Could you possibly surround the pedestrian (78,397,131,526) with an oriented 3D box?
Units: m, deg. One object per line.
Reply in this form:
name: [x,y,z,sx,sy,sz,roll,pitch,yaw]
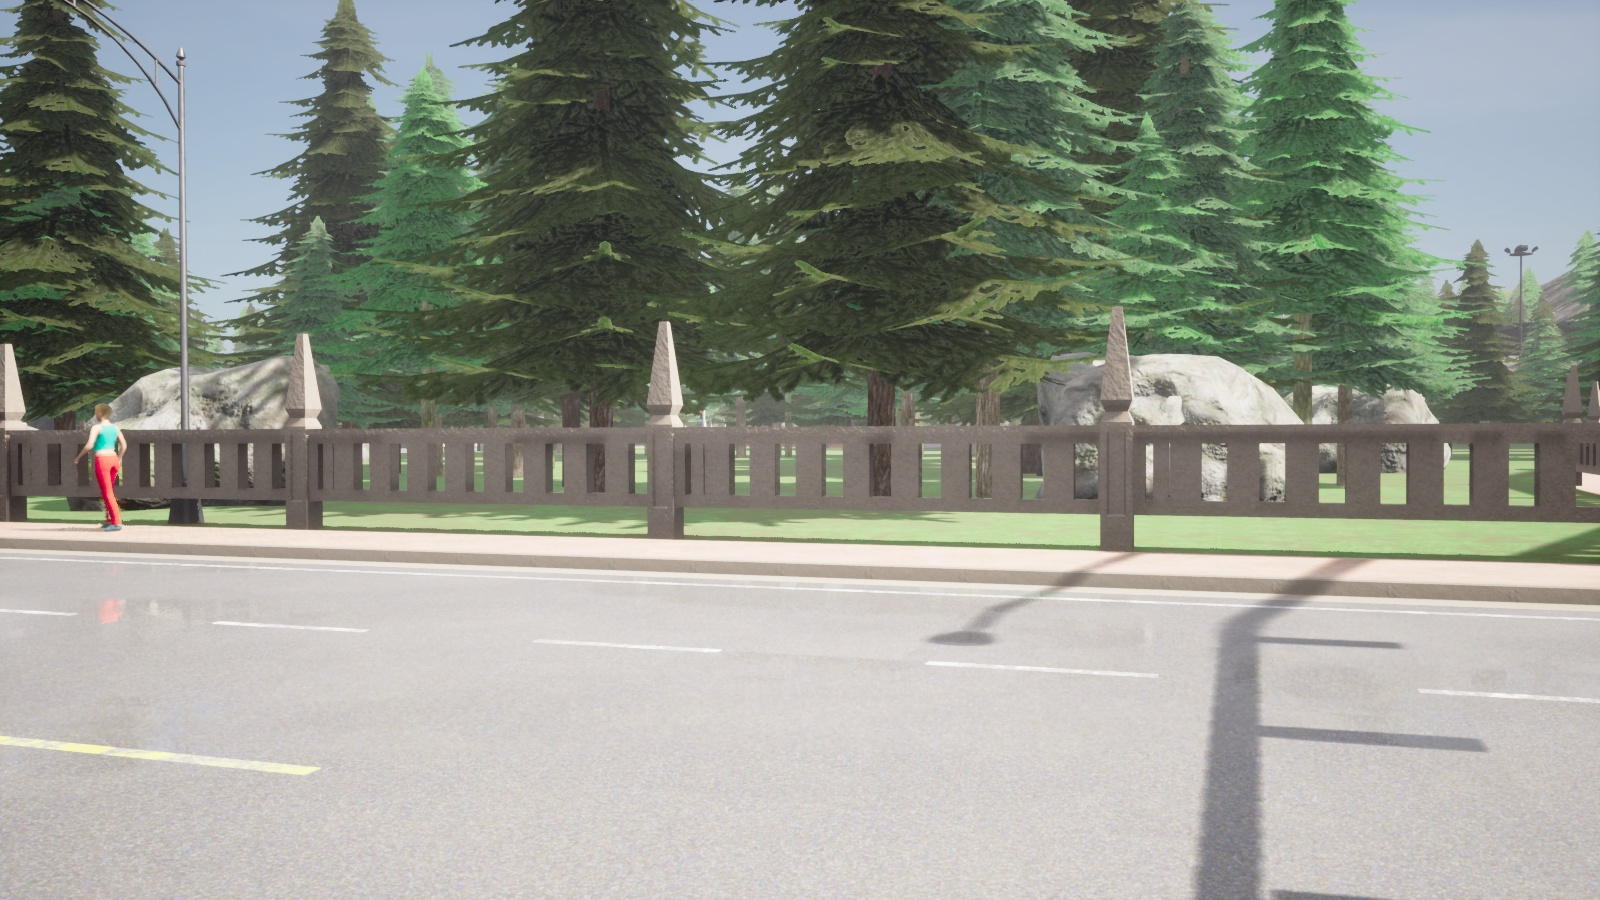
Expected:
pedestrian: [-9.981,0.159,18.031,0.594,1.836,0.345,0,1,17]
